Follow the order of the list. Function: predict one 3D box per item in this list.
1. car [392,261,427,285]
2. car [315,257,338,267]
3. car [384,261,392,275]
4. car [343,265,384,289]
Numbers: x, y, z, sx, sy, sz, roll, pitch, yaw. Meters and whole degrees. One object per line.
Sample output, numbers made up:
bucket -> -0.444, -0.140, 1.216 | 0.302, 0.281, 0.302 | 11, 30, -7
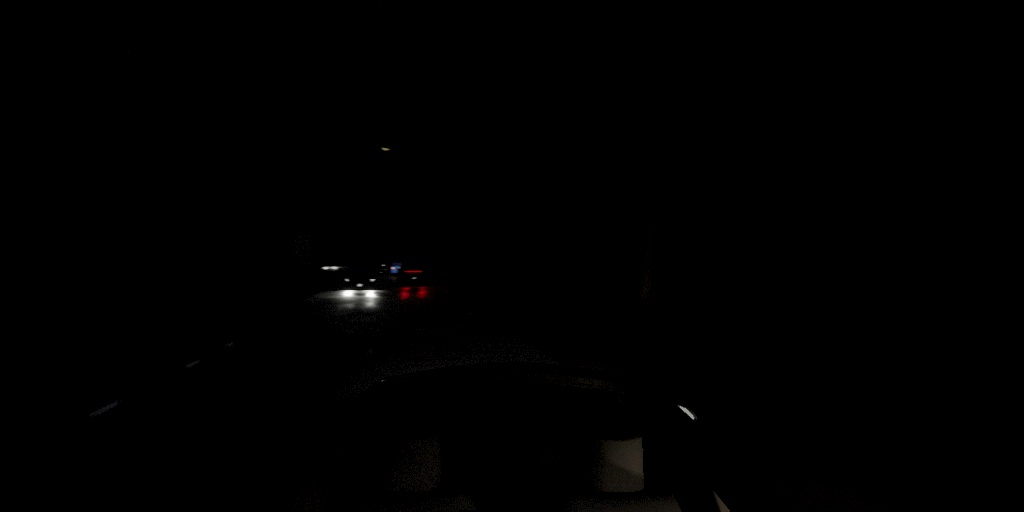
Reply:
car -> -7.404, 1.255, 26.325 | 2.128, 1.511, 4.902 | 1, 0, -21
car -> -27.849, 0.835, 53.695 | 2.033, 1.411, 5.357 | -1, 2, -43
car -> -12.127, 1.197, 37.060 | 2.033, 1.411, 5.357 | 0, 1, -29
car -> -9.563, 1.276, 23.061 | 2.033, 1.411, 5.357 | 1, 0, -19
